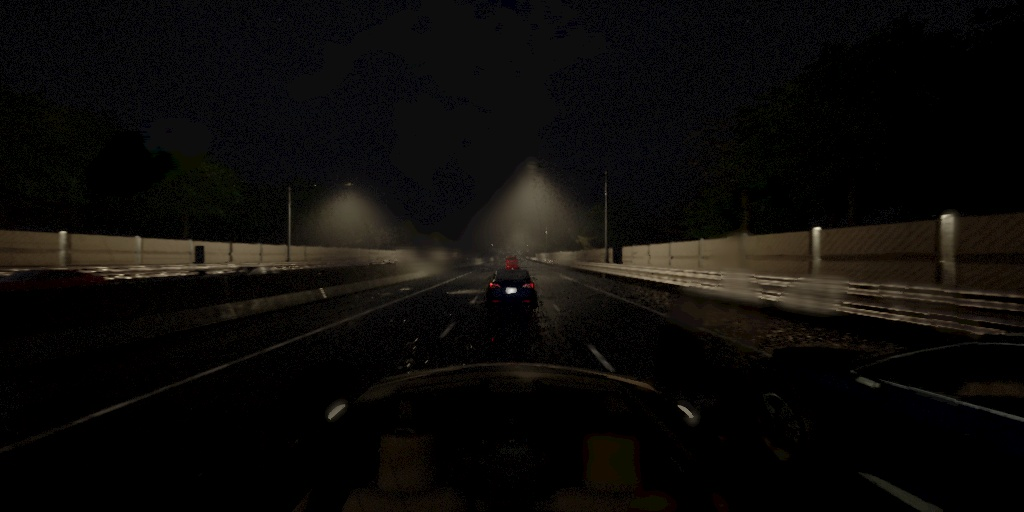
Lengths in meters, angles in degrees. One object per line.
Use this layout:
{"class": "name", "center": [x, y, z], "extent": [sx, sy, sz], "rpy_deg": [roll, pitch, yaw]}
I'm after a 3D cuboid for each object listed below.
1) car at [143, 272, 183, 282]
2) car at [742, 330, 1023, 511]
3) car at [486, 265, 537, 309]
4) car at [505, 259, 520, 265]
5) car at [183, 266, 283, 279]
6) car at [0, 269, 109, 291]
{"class": "car", "center": [-17.560, 1.404, 20.083], "extent": [1.895, 1.301, 4.718], "rpy_deg": [0, 0, 0]}
{"class": "car", "center": [3.501, 1.183, 1.964], "extent": [2.033, 1.649, 4.856], "rpy_deg": [0, 0, 0]}
{"class": "car", "center": [-0.019, 1.293, 15.284], "extent": [2.163, 1.488, 4.792], "rpy_deg": [0, 0, 0]}
{"class": "car", "center": [0.081, 1.403, 45.808], "extent": [1.812, 1.442, 4.674], "rpy_deg": [0, 0, 0]}
{"class": "car", "center": [-14.064, 1.294, 19.066], "extent": [2.128, 1.511, 4.902], "rpy_deg": [0, 0, 0]}
{"class": "car", "center": [-21.081, 1.315, 16.010], "extent": [1.812, 1.442, 4.674], "rpy_deg": [0, 0, 0]}
